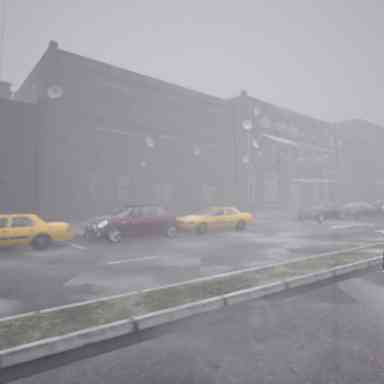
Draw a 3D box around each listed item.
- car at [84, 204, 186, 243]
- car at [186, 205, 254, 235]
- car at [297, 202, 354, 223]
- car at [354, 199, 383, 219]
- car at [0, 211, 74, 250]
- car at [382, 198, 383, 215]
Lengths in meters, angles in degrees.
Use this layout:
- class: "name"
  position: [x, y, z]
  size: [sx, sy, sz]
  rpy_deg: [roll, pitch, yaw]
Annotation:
- class: "car"
  position: [-2.917, 1.419, 16.485]
  size: [4.553, 1.767, 2.185]
  rpy_deg: [0, 0, -37]
- class: "car"
  position: [1.332, 1.543, 19.668]
  size: [5.366, 1.575, 1.946]
  rpy_deg: [0, 0, -37]
- class: "car"
  position: [10.325, 1.549, 26.414]
  size: [4.892, 1.521, 2.231]
  rpy_deg: [0, 0, -37]
- class: "car"
  position: [14.742, 1.589, 29.727]
  size: [4.674, 1.452, 2.002]
  rpy_deg: [0, 0, -37]
- class: "car"
  position: [-7.510, 1.540, 13.037]
  size: [5.366, 1.575, 1.946]
  rpy_deg: [0, 0, -37]
- class: "car"
  position: [19.085, 1.425, 32.985]
  size: [4.553, 1.767, 2.185]
  rpy_deg: [0, 0, -37]
